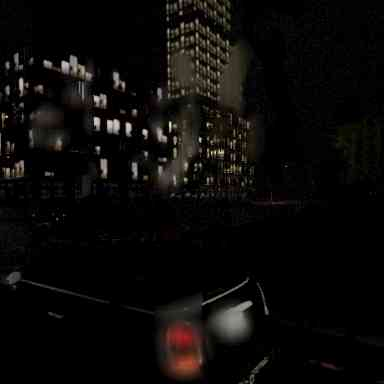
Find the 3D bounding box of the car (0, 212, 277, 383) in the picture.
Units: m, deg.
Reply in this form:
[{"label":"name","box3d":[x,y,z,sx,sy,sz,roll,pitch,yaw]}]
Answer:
[{"label":"car","box3d":[-1.282,1.345,4.598,4.553,1.767,2.097,0,0,36]}]

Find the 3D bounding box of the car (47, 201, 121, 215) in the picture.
[{"label":"car","box3d":[-8.016,1.554,25.835,2.033,1.411,5.357,-1,-1,37]}]

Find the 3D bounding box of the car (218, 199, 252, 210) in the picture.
[{"label":"car","box3d":[6.089,1.583,44.502,2.033,1.411,5.357,-1,-1,37]}]

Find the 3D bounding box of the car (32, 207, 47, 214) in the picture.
[{"label":"car","box3d":[-10.752,1.538,27.603,2.128,1.511,4.902,-1,-1,37]}]

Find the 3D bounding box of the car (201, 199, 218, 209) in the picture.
[{"label":"car","box3d":[3.490,1.624,46.452,2.033,1.411,5.357,-1,-1,37]}]
